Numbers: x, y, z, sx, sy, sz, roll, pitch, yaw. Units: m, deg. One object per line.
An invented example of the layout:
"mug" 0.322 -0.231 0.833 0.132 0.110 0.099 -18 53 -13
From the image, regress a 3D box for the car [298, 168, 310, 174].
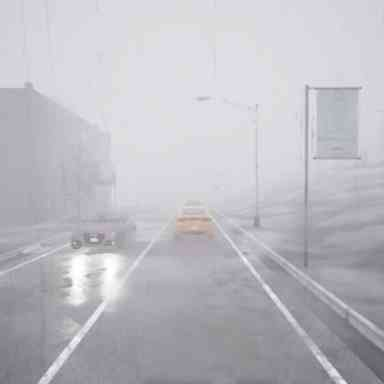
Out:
"car" 22.096 -3.830 61.899 2.002 1.452 4.674 0 1 -2

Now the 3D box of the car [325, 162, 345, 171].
"car" 22.917 -3.793 50.856 2.185 1.767 4.553 0 1 -5

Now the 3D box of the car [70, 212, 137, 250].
"car" -3.598 1.560 14.173 1.994 1.385 4.181 0 0 0

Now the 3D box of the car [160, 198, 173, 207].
"car" -4.309 1.725 55.816 1.812 1.442 4.674 0 -1 -7

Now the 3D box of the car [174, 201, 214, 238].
"car" 0.101 1.473 17.718 1.882 1.535 5.008 0 0 0

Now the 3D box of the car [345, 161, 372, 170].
"car" 23.536 -3.533 45.165 2.163 1.488 4.792 0 1 -6

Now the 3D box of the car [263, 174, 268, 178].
"car" 21.378 -4.199 89.389 2.002 1.452 4.674 0 1 -1

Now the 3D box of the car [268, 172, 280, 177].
"car" 21.497 -4.301 83.895 2.185 1.767 4.553 0 1 -1

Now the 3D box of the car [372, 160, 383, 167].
"car" 24.238 -3.422 39.692 2.002 1.452 4.674 0 1 -7

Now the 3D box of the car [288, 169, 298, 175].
"car" 21.863 -3.966 67.441 2.231 1.521 4.892 0 1 -1

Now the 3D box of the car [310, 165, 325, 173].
"car" 22.449 -3.769 56.362 2.097 1.535 5.008 0 1 -4

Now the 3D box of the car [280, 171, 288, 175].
"car" 21.735 -4.045 72.958 2.231 1.521 4.892 0 1 -1
